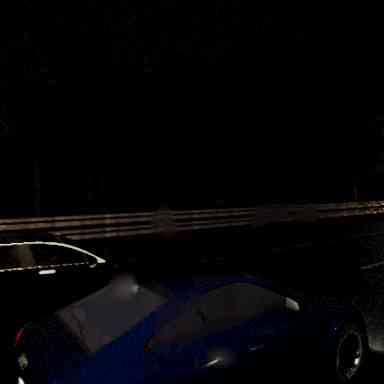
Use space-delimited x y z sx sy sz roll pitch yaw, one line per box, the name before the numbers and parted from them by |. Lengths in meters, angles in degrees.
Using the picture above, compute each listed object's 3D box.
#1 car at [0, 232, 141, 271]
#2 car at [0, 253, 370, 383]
car | -2.855 1.499 6.011 4.892 1.490 1.837 -1 0 -36
car | 0.233 1.549 3.916 4.181 1.385 1.994 0 0 -36
